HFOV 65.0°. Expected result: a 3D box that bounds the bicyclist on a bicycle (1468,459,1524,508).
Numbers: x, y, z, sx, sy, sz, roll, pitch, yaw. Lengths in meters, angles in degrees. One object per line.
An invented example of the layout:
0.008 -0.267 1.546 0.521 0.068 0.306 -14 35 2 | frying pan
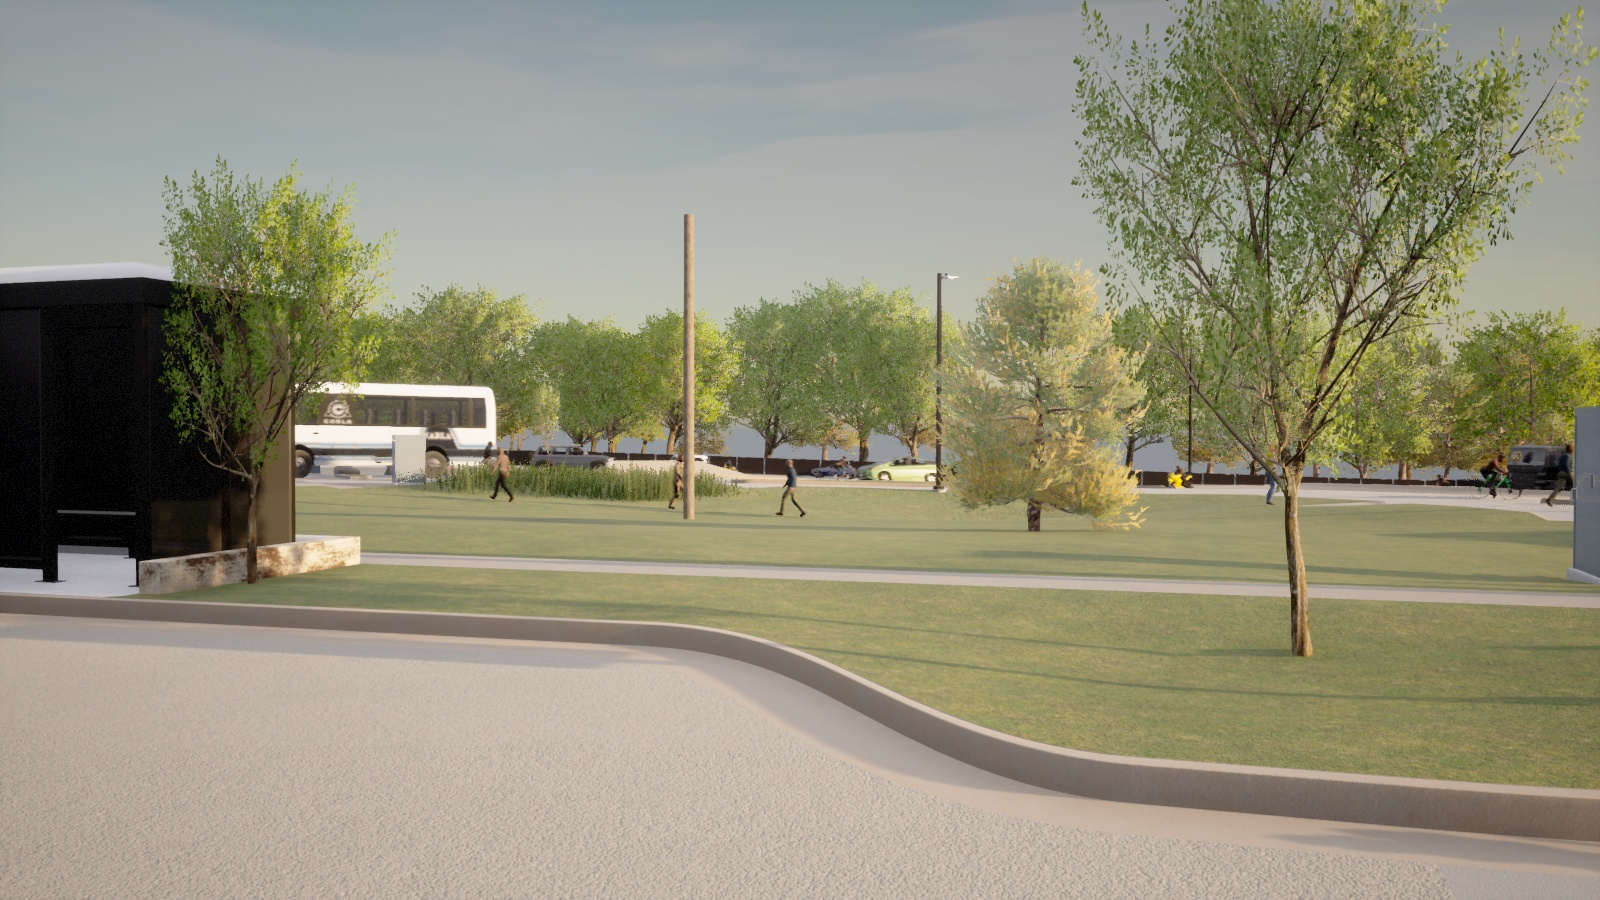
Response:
24.775 1.175 44.717 1.656 1.620 0.582 2 2 36 | bicyclist on a bicycle

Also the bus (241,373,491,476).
-19.546 -1.027 56.635 10.273 4.253 3.944 1 0 -24 | bus

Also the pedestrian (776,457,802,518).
-0.338 1.135 38.579 0.726 1.842 0.402 1 1 16 | pedestrian

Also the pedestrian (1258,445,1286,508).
13.753 0.768 36.605 0.706 1.836 0.354 1 1 11 | pedestrian

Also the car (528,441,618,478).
-12.059 0.508 66.993 4.605 1.855 1.932 1 -1 -6 | car

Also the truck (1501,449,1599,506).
49.463 1.783 80.911 7.936 3.462 2.891 1 1 -19 | truck

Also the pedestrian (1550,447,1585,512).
21.863 0.840 35.778 0.726 1.835 0.370 1 1 5 | pedestrian

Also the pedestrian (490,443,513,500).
-9.757 0.685 41.025 0.634 1.846 0.331 1 1 22 | pedestrian

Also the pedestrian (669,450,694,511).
-3.835 0.976 40.527 0.692 1.930 0.396 1 1 17 | pedestrian

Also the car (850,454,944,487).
5.108 1.103 65.924 4.514 1.525 2.007 4 -3 -27 | car

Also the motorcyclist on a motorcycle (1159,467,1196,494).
22.751 1.844 75.662 2.044 1.523 0.797 4 -1 -27 | motorcyclist on a motorcycle
